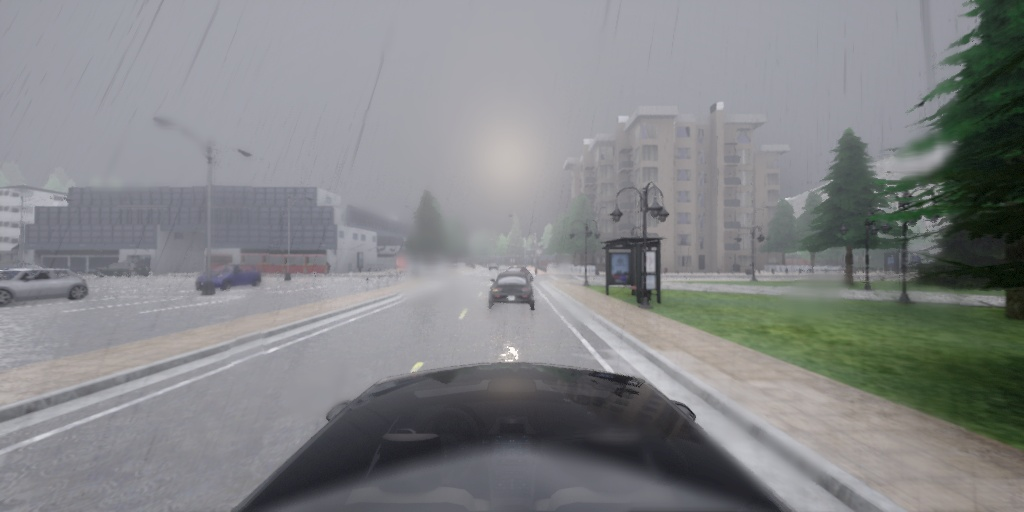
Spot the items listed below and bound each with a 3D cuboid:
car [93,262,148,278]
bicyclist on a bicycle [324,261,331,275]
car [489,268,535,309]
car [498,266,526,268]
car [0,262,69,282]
[{"bbox_3d":[-43.515,1.493,39.915,4.553,1.767,2.097,0,-1,1],"label":"car"},{"bbox_3d":[-22.383,1.481,43.572,0.582,1.620,1.656,0,0,1],"label":"bicyclist on a bicycle"},{"bbox_3d":[0.024,1.424,15.715,1.812,1.442,4.674,0,0,1],"label":"car"},{"bbox_3d":[0.542,1.583,30.643,1.812,1.442,4.674,0,0,13],"label":"car"},{"bbox_3d":[-48.928,1.582,36.412,5.008,1.535,1.882,0,-1,1],"label":"car"}]
